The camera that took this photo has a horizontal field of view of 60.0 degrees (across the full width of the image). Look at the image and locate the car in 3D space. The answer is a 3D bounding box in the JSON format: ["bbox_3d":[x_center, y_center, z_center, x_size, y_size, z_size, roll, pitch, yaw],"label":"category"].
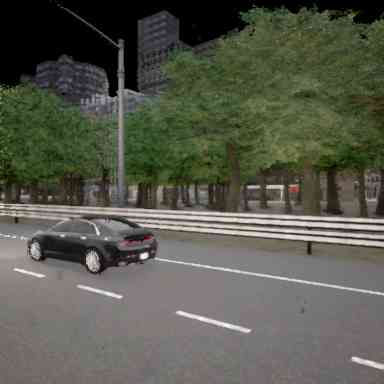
[{"bbox_3d":[-3.283,1.509,10.519,4.892,1.490,1.837,0,0,36],"label":"car"}]
